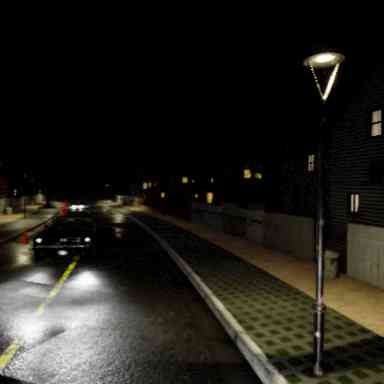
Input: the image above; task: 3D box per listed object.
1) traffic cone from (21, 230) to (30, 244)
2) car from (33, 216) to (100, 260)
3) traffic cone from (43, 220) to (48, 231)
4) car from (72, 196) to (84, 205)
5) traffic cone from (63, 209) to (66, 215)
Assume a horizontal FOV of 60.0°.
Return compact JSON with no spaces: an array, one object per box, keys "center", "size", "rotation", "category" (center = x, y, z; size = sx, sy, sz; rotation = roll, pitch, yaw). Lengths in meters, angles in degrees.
[{"center":[-7.118,1.912,14.221],"size":[0.340,0.580,0.340],"rotation":[1,0,-14],"category":"traffic cone"},{"center":[-4.524,1.595,12.539],"size":[1.895,1.301,4.718],"rotation":[1,0,-13],"category":"car"},{"center":[-8.340,1.923,19.008],"size":[0.340,0.580,0.340],"rotation":[1,0,-15],"category":"traffic cone"},{"center":[-19.610,1.519,57.170],"size":[2.128,1.511,4.902],"rotation":[1,0,-19],"category":"car"},{"center":[-11.135,1.939,28.486],"size":[0.340,0.580,0.340],"rotation":[1,0,-18],"category":"traffic cone"}]
